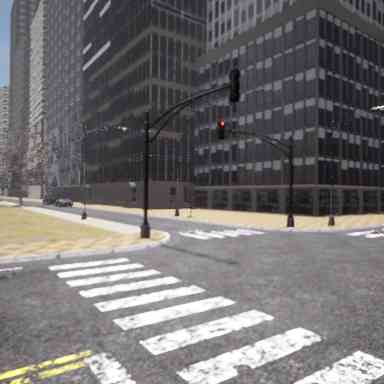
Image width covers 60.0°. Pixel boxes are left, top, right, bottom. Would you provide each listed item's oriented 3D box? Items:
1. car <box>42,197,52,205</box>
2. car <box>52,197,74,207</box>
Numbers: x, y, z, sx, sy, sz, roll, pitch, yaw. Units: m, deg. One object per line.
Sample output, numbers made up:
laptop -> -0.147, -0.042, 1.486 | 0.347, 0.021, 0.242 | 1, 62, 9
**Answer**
car -> -26.583, 1.691, 62.168 | 1.837, 1.490, 4.892 | 1, -1, -35
car -> -20.773, 1.782, 53.915 | 1.895, 1.301, 4.718 | 1, 0, -35
